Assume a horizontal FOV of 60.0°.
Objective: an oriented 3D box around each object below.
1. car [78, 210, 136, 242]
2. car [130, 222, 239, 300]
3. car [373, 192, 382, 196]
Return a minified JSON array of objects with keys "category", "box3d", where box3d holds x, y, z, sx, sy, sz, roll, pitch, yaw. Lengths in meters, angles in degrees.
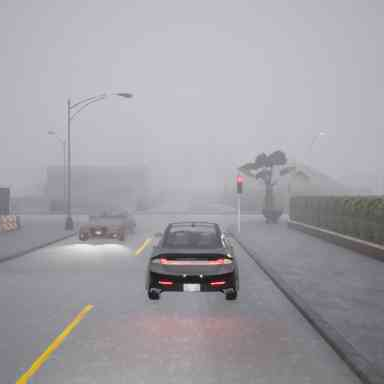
[{"category":"car","box3d":[-4.002,1.564,16.331,1.994,1.385,4.181,0,0,1]},{"category":"car","box3d":[0.036,1.491,8.356,2.128,1.511,4.902,0,0,1]},{"category":"car","box3d":[38.006,0.972,67.772,1.905,1.878,3.866,0,0,0]}]
